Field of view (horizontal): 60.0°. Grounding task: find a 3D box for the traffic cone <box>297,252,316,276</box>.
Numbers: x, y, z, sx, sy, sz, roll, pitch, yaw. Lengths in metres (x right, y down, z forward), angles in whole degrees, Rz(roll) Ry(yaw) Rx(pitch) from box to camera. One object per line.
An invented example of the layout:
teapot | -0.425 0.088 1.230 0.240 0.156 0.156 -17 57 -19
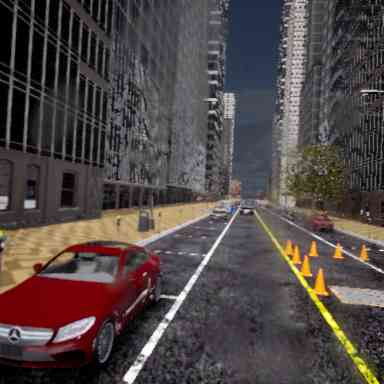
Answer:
traffic cone | 3.528 2.262 10.307 0.340 0.580 0.340 3 -1 9

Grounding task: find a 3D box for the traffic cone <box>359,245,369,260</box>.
traffic cone | 7.122 2.493 13.774 0.340 0.580 0.340 3 -1 9

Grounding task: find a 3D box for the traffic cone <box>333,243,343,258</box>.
traffic cone | 6.136 2.443 13.934 0.340 0.580 0.340 3 -1 9

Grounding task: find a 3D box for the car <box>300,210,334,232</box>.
car | 10.233 2.435 26.893 1.802 1.307 4.206 3 -1 9

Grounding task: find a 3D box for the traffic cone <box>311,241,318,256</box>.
traffic cone | 5.150 2.392 14.094 0.340 0.580 0.340 3 -1 9

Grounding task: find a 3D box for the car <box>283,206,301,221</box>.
car | 12.047 2.624 38.131 2.008 1.369 4.403 3 -1 9

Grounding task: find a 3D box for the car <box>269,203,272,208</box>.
car | 15.678 2.933 60.607 1.967 1.590 4.097 3 -1 9

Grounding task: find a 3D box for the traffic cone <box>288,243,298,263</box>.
traffic cone | 3.846 2.302 12.280 0.340 0.580 0.340 3 -1 9

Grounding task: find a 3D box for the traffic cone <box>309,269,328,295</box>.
traffic cone | 3.210 2.223 8.332 0.340 0.580 0.340 3 -1 9

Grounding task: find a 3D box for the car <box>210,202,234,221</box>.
car | 2.879 2.091 33.856 2.008 1.369 4.403 3 -1 9

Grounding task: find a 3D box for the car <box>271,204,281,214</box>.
car | 14.772 2.829 54.989 1.967 1.590 4.097 3 -1 9

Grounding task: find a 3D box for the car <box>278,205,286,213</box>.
car | 12.953 2.731 43.750 2.008 1.369 4.403 3 -1 9

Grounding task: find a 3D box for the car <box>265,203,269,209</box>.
car | 19.299 3.445 83.082 1.887 1.381 4.507 3 -1 9

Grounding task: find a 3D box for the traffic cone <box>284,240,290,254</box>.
traffic cone | 4.164 2.342 14.254 0.340 0.580 0.340 3 -1 9

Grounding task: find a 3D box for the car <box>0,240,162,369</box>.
car | -1.653 1.561 5.761 1.802 1.307 4.206 3 -1 9

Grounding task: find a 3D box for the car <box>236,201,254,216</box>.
car | 7.518 2.404 45.732 2.128 1.511 4.902 3 -1 9

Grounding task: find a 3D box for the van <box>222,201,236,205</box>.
van | 4.703 2.098 45.096 1.690 1.788 3.998 3 -1 9
